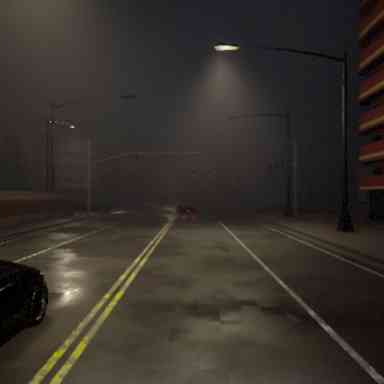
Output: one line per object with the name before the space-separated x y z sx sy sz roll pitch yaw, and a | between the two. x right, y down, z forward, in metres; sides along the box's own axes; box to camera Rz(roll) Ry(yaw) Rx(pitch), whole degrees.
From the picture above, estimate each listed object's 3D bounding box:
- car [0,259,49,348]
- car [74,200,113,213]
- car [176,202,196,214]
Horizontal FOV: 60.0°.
car | -3.579 1.600 4.340 1.994 1.385 4.181 0 0 0
car | -12.509 1.854 42.391 4.892 1.490 1.837 0 0 1
car | -0.745 1.906 39.984 1.895 1.301 4.718 0 0 -9
